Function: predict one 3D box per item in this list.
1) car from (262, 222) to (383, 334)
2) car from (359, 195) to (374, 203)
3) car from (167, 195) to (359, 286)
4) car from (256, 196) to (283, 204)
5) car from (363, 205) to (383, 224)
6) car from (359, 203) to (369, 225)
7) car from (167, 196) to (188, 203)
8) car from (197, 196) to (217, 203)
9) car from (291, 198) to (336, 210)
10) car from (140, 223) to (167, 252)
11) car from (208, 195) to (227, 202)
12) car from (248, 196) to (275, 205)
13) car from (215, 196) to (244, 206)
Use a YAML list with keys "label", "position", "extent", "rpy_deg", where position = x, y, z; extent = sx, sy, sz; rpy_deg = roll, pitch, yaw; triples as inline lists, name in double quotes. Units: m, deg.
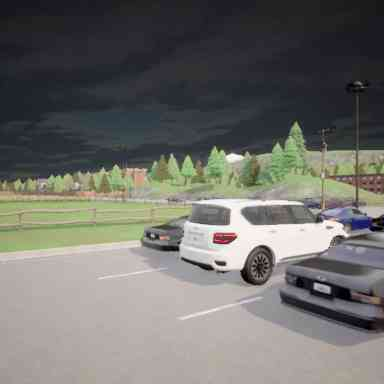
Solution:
- label: "car"
  position: [4.062, 1.547, 6.663]
  extent: [5.357, 1.411, 2.033]
  rpy_deg: [0, 0, -36]
- label: "car"
  position: [23.939, 1.490, 50.104]
  extent: [2.128, 1.511, 4.902]
  rpy_deg: [0, 0, -38]
- label: "car"
  position: [2.275, 1.221, 9.689]
  extent: [5.566, 2.045, 2.150]
  rpy_deg: [0, 0, -35]
- label: "car"
  position: [14.536, 1.476, 62.886]
  extent: [1.882, 1.535, 5.008]
  rpy_deg: [0, 0, -36]
- label: "car"
  position: [10.340, 1.477, 15.498]
  extent: [5.008, 1.535, 1.882]
  rpy_deg: [0, 0, -35]
- label: "car"
  position: [8.475, 1.525, 18.460]
  extent: [4.674, 1.442, 1.812]
  rpy_deg: [0, 0, -36]
- label: "car"
  position: [-3.093, 1.519, 69.259]
  extent: [2.128, 1.511, 4.902]
  rpy_deg: [0, 0, -36]
- label: "car"
  position: [3.288, 1.519, 72.399]
  extent: [1.812, 1.442, 4.674]
  rpy_deg: [0, 0, -36]
- label: "car"
  position: [15.768, 1.546, 43.409]
  extent: [2.033, 1.411, 5.357]
  rpy_deg: [0, 0, -37]
- label: "car"
  position: [0.694, 1.547, 12.860]
  extent: [5.357, 1.411, 2.033]
  rpy_deg: [0, 0, -36]
- label: "car"
  position: [5.701, 1.516, 75.027]
  extent: [1.812, 1.442, 4.674]
  rpy_deg: [0, 0, -36]
- label: "car"
  position: [12.458, 1.503, 59.769]
  extent: [1.837, 1.490, 4.892]
  rpy_deg: [0, 0, -36]
- label: "car"
  position: [6.272, 1.476, 56.352]
  extent: [1.882, 1.535, 5.008]
  rpy_deg: [0, 0, -36]
